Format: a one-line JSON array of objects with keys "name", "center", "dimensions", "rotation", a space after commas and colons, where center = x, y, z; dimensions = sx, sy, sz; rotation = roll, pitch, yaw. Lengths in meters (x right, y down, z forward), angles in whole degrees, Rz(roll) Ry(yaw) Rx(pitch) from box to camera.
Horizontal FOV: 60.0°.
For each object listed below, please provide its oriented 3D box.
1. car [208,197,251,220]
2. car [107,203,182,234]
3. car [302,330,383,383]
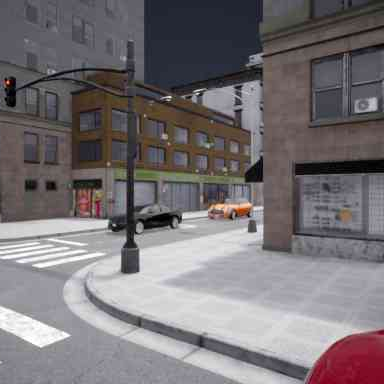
[{"name": "car", "center": [3.154, 1.240, 26.976], "dimensions": [2.097, 1.767, 4.553], "rotation": [0, 0, 35]}, {"name": "car", "center": [-2.549, 1.408, 18.989], "dimensions": [1.882, 1.535, 5.008], "rotation": [0, 0, 34]}, {"name": "car", "center": [2.745, 1.315, 0.843], "dimensions": [5.009, 1.841, 2.192], "rotation": [0, 0, 36]}]
